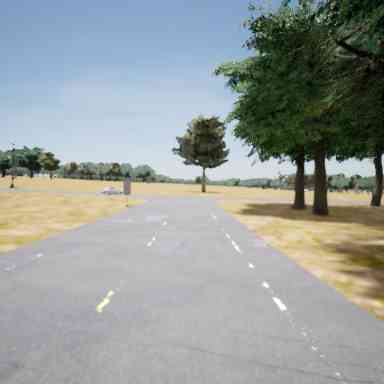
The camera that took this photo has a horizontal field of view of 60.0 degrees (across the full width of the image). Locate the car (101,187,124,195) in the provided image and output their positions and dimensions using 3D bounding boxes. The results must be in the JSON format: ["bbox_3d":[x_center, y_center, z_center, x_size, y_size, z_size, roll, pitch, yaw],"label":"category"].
[{"bbox_3d":[-14.549,-0.185,62.110,4.674,1.442,1.812,2,1,1],"label":"car"}]
